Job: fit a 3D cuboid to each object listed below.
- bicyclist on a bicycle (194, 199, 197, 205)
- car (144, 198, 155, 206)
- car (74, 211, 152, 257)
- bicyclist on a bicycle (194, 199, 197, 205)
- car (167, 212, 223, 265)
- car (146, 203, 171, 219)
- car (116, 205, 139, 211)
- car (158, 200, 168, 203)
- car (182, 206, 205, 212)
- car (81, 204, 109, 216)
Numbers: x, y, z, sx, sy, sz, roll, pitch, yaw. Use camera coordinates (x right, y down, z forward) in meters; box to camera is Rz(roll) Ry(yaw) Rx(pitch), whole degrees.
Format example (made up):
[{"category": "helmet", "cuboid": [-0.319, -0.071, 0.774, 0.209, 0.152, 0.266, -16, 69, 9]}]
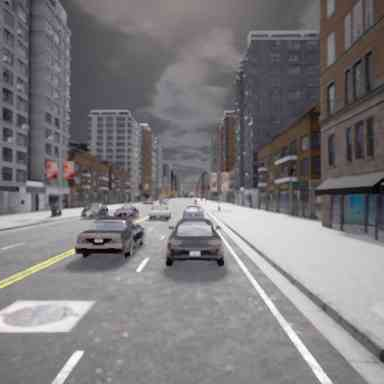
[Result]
[{"category": "bicyclist on a bicycle", "cuboid": [0.949, 2.597, 83.187, 0.582, 1.620, 1.656, 0, -1, 0]}, {"category": "car", "cuboid": [-9.702, 2.247, 75.559, 2.097, 1.767, 4.553, 0, -1, 0]}, {"category": "car", "cuboid": [-3.146, 1.735, 13.750, 2.033, 1.411, 5.357, 0, -1, 0]}, {"category": "bicyclist on a bicycle", "cuboid": [0.950, 2.709, 92.184, 0.866, 1.612, 1.509, 0, -1, 0]}, {"category": "car", "cuboid": [0.100, 1.692, 12.191, 1.812, 1.442, 4.674, 0, -1, 0]}, {"category": "car", "cuboid": [-3.131, 2.057, 33.339, 1.895, 1.301, 4.718, 0, -1, 0]}, {"category": "car", "cuboid": [-6.576, 2.023, 33.587, 1.994, 1.385, 4.181, 0, -1, 0]}, {"category": "car", "cuboid": [-6.452, 2.454, 75.109, 2.128, 1.511, 4.902, 0, -1, 0]}, {"category": "car", "cuboid": [0.113, 1.940, 28.669, 2.033, 1.411, 5.357, 0, -1, 0]}, {"category": "car", "cuboid": [-9.825, 1.956, 33.996, 2.128, 1.511, 4.902, 0, -1, 0]}]
